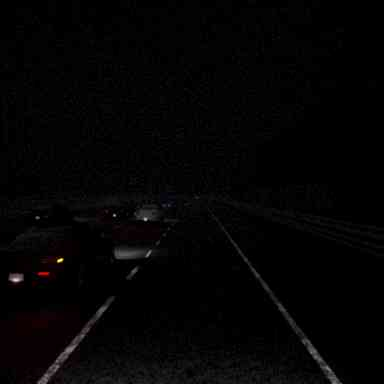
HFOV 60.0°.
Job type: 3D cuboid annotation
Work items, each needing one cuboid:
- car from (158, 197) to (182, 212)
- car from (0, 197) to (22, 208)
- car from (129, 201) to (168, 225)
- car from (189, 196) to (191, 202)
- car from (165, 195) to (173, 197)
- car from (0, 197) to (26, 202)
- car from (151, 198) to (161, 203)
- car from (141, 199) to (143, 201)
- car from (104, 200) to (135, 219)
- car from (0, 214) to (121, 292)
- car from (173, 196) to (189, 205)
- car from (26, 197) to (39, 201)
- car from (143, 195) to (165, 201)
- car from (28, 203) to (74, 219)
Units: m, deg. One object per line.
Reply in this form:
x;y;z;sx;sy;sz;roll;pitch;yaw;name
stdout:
-2.821;1.798;43.932;2.033;1.411;5.357;1;0;1;car
-27.246;1.443;48.413;2.033;1.411;5.357;1;-1;1;car
-3.143;1.639;25.048;1.812;1.442;4.674;1;0;1;car
-2.086;2.274;87.211;1.994;1.385;4.181;1;-1;1;car
-5.886;1.666;69.238;2.150;2.045;5.566;1;-1;1;car
-20.494;1.385;35.942;1.882;1.535;5.008;1;-1;2;car
-9.118;2.137;85.332;1.994;1.385;4.181;1;-1;1;car
-9.391;1.914;69.250;2.128;1.511;4.902;1;-1;1;car
-6.550;1.695;30.519;1.895;1.301;4.718;1;0;1;car
-3.420;1.529;8.860;1.812;1.442;4.674;1;0;1;car
-2.391;1.991;69.125;2.128;1.511;4.902;1;-1;1;car
-23.747;1.480;48.356;1.837;1.490;4.892;1;-1;1;car
-6.149;1.634;53.832;2.097;1.767;4.553;1;-1;1;car
-10.157;1.521;24.269;1.812;1.442;4.674;1;0;1;car
